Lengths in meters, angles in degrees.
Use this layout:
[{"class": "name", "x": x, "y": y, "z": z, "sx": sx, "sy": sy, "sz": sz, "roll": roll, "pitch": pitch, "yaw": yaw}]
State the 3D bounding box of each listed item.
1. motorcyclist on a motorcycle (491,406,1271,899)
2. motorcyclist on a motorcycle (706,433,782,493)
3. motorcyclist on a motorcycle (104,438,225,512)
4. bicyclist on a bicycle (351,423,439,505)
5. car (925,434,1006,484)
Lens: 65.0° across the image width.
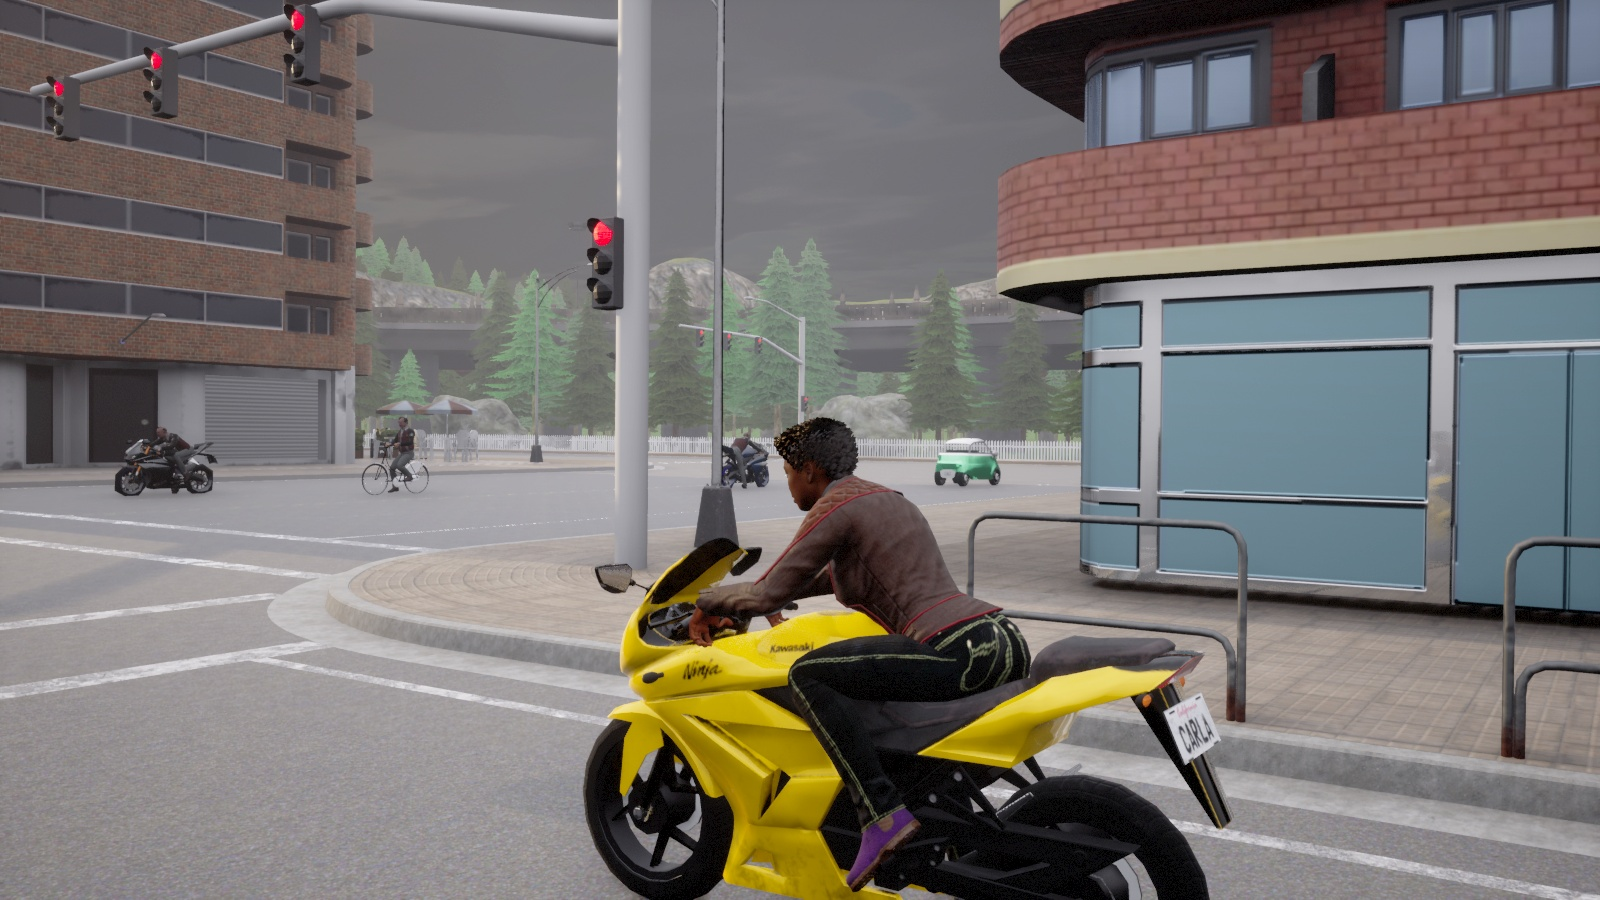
[{"class": "motorcyclist on a motorcycle", "x": 0.158, "y": 0.664, "z": 3.519, "sx": 2.044, "sy": 1.523, "sz": 0.797, "roll": 0, "pitch": 1, "yaw": 34}, {"class": "motorcyclist on a motorcycle", "x": -1.465, "y": 0.324, "z": 33.395, "sx": 0.866, "sy": 1.530, "sz": 2.191, "roll": 0, "pitch": 1, "yaw": 34}, {"class": "motorcyclist on a motorcycle", "x": -13.873, "y": 0.517, "z": 27.482, "sx": 0.866, "sy": 1.530, "sz": 2.191, "roll": 0, "pitch": 1, "yaw": 34}, {"class": "bicyclist on a bicycle", "x": -9.107, "y": 0.298, "z": 28.300, "sx": 0.659, "sy": 1.776, "sz": 1.843, "roll": 0, "pitch": 1, "yaw": 34}, {"class": "car", "x": 4.806, "y": 0.247, "z": 36.429, "sx": 1.481, "sy": 1.376, "sz": 2.207, "roll": 0, "pitch": 1, "yaw": 35}]
